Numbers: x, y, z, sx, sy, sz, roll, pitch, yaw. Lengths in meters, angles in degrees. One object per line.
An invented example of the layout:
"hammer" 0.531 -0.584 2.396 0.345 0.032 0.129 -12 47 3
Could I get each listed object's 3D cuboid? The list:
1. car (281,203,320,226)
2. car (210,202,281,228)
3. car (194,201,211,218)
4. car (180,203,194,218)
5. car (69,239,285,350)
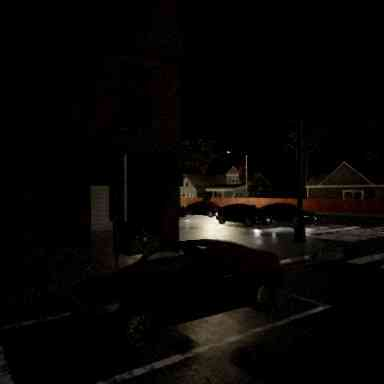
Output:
"car" 6.933 1.588 24.453 1.837 1.490 4.892 0 0 -36
"car" 3.623 1.598 23.518 1.837 1.490 4.892 0 0 -33
"car" 1.478 1.620 32.088 1.882 1.535 5.008 0 0 -35
"car" -2.257 1.661 31.732 1.837 1.490 4.892 0 0 -35
"car" -0.040 1.581 6.159 4.206 1.307 1.802 0 0 -36
